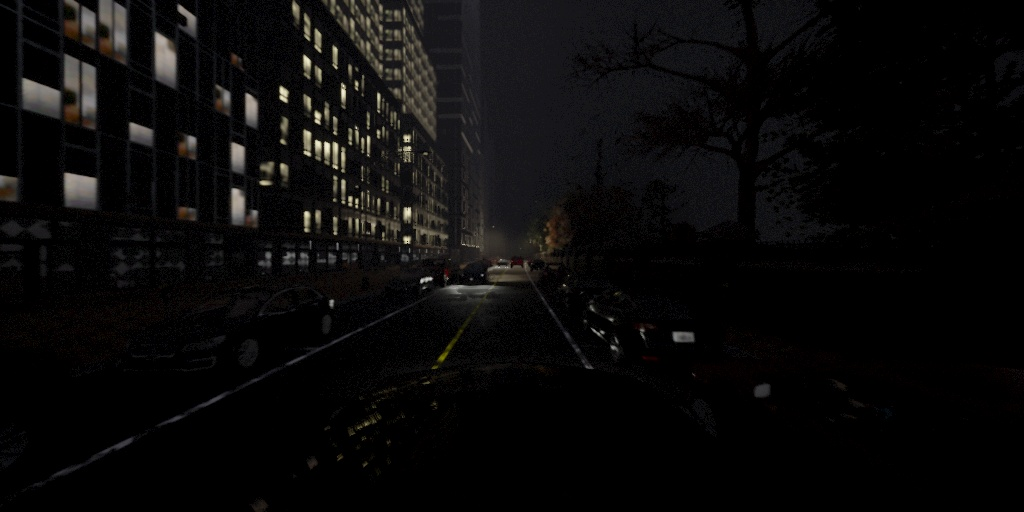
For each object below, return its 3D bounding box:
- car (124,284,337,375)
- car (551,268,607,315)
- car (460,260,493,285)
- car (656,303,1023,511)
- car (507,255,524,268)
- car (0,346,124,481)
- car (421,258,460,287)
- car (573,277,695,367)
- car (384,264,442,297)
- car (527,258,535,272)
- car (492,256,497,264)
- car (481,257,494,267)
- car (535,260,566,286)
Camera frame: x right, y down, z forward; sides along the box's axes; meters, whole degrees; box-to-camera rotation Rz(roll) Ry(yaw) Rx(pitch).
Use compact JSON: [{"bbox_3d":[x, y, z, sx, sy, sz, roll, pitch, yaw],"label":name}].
[{"bbox_3d":[-5.305,1.295,7.460,2.007,1.370,4.403,0,0,0],"label":"car"},{"bbox_3d":[2.747,1.309,13.388,1.948,1.339,4.313,0,0,0],"label":"car"},{"bbox_3d":[-2.680,1.258,26.260,1.812,1.442,4.674,0,0,1],"label":"car"},{"bbox_3d":[2.712,1.296,2.091,1.888,1.381,4.507,0,0,0],"label":"car"},{"bbox_3d":[0.834,0.933,59.398,2.150,2.045,5.566,0,0,2],"label":"car"},{"bbox_3d":[-5.314,1.314,1.823,1.948,1.339,4.313,0,0,0],"label":"car"},{"bbox_3d":[-5.178,1.047,24.345,2.192,1.841,5.009,0,0,1],"label":"car"},{"bbox_3d":[2.722,1.313,7.737,1.948,1.339,4.313,0,0,0],"label":"car"},{"bbox_3d":[-5.238,1.287,18.716,2.007,1.370,4.403,0,0,0],"label":"car"},{"bbox_3d":[3.241,1.228,45.537,1.837,1.490,4.892,0,0,1],"label":"car"},{"bbox_3d":[-4.344,1.024,63.736,2.192,1.841,5.009,0,0,2],"label":"car"},{"bbox_3d":[-4.509,1.258,58.112,1.888,1.381,4.507,0,0,2],"label":"car"},{"bbox_3d":[2.852,1.175,24.678,1.967,1.591,4.097,0,0,1],"label":"car"}]
